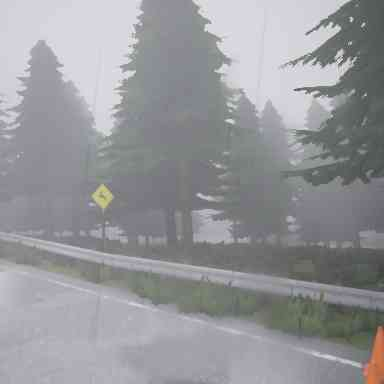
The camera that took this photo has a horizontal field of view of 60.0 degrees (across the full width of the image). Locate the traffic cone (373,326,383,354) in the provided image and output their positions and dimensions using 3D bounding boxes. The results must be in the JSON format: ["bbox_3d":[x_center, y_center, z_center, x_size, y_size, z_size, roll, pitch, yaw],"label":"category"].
[{"bbox_3d":[2.329,1.956,4.106,0.340,0.580,0.340,0,0,34],"label":"traffic cone"}]

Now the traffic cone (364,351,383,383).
[{"bbox_3d":[1.786,1.956,3.269,0.340,0.580,0.340,0,0,33],"label":"traffic cone"}]
